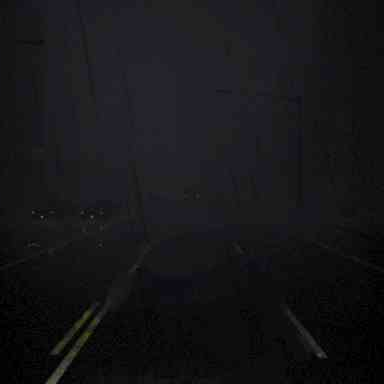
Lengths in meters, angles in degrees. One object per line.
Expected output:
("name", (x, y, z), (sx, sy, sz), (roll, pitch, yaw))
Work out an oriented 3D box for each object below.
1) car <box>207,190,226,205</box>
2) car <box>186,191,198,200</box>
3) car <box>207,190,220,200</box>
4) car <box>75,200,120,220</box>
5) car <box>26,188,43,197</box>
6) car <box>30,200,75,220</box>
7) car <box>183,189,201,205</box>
("car", (3.501, 0.905, 45.022), (2.033, 1.411, 5.357), (0, 2, 0))
("car", (0.001, 0.534, 55.464), (1.895, 1.301, 4.718), (0, 3, 0))
("car", (3.501, 0.460, 55.430), (1.812, 1.442, 4.674), (0, 3, 0))
("car", (-7.056, 1.335, 26.125), (2.033, 1.411, 5.357), (0, 1, 0))
("car", (-25.976, 0.139, 54.360), (1.970, 1.475, 3.806), (0, 3, 0))
("car", (-10.555, 1.335, 26.106), (2.033, 1.411, 5.357), (0, 1, 0))
("car", (0.001, 0.578, 45.041), (2.150, 2.045, 5.566), (0, 2, 0))
